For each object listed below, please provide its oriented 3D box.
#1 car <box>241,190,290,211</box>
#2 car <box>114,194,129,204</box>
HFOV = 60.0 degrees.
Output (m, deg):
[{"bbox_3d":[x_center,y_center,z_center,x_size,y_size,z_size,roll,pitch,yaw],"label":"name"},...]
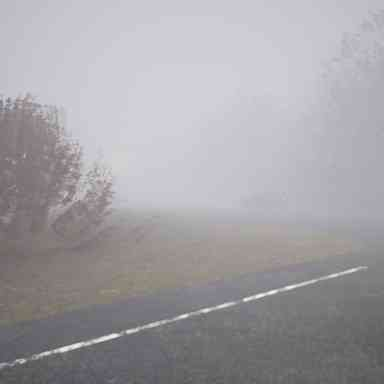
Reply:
[{"bbox_3d":[7.660,0.846,35.144,2.150,2.045,5.566,-1,1,-34],"label":"car"},{"bbox_3d":[-11.250,1.027,50.413,2.128,1.511,4.902,-1,1,-35],"label":"car"}]
